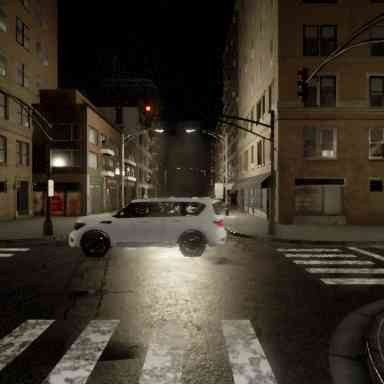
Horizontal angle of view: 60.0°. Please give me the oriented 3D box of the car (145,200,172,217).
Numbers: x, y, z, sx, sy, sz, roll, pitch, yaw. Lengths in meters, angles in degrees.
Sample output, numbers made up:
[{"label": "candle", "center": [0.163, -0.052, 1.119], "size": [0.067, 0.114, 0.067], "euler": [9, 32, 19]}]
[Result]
[{"label": "car", "center": [-3.163, 1.532, 32.514], "size": [2.033, 1.411, 5.357], "euler": [0, 0, 0]}]

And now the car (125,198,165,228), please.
[{"label": "car", "center": [-3.143, 1.344, 23.059], "size": [2.097, 1.767, 4.553], "euler": [0, 0, 0]}]

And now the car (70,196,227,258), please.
[{"label": "car", "center": [-1.514, 1.221, 12.243], "size": [5.566, 2.045, 2.150], "euler": [0, 0, 0]}]

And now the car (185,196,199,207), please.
[{"label": "car", "center": [-0.003, 1.461, 50.152], "size": [2.128, 1.511, 4.902], "euler": [0, 0, 0]}]

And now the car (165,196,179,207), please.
[{"label": "car", "center": [-3.164, 1.445, 52.761], "size": [1.882, 1.535, 5.008], "euler": [0, 0, 0]}]

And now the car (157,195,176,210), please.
[{"label": "car", "center": [-3.177, 1.328, 42.299], "size": [2.097, 1.767, 4.553], "euler": [0, 0, 0]}]
